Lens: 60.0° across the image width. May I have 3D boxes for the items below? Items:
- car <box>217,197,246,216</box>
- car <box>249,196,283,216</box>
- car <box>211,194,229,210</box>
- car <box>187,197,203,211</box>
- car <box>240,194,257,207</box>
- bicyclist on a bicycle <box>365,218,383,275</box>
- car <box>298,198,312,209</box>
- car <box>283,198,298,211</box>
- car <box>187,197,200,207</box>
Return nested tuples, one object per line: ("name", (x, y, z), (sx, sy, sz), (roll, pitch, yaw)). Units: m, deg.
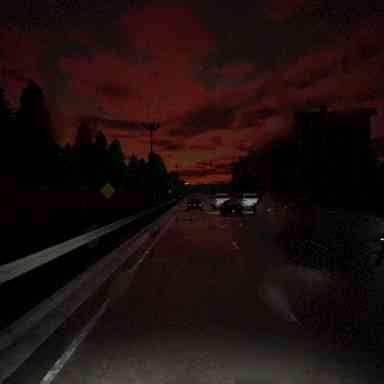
("car", (3.786, 1.525, 32.591), (1.812, 1.442, 4.674), (0, 0, 0))
("car", (7.290, 1.506, 33.237), (1.837, 1.490, 4.892), (0, 0, 0))
("car", (3.832, 1.221, 43.952), (2.150, 2.045, 5.566), (0, 0, 0))
("car", (0.336, 1.547, 40.659), (2.033, 1.411, 5.357), (0, 0, 0))
("car", (7.333, 1.221, 43.491), (2.150, 2.045, 5.566), (0, 0, 0))
("bicyclist on a bicycle", (5.513, 1.455, 9.054), (1.656, 1.620, 0.582), (-2, 0, 0))
("car", (14.338, 1.478, 44.319), (1.882, 1.535, 5.008), (0, 0, 0))
("car", (10.824, 1.601, 40.228), (1.895, 1.301, 4.718), (0, 0, 0))
("car", (0.262, 1.526, 51.037), (1.812, 1.442, 4.674), (0, 0, 0))
